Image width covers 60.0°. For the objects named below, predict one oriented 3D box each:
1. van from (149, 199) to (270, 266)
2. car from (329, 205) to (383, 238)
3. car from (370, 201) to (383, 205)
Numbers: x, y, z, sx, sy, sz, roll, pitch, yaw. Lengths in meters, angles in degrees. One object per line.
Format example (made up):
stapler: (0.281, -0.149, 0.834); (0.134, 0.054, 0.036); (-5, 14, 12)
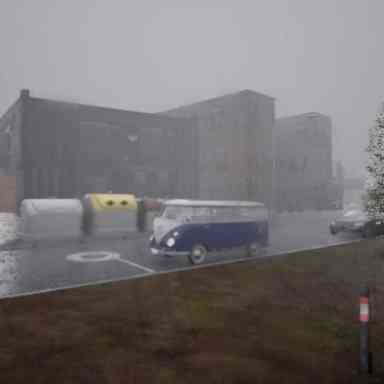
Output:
van: (0.639, 1.266, 11.384); (4.442, 1.987, 1.878); (2, -1, -38)
car: (9.435, 1.637, 18.398); (4.674, 1.452, 2.002); (2, -1, -40)
car: (13.645, 1.393, 22.038); (5.566, 2.045, 2.435); (2, -1, -44)
